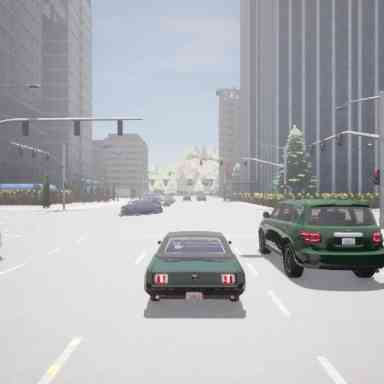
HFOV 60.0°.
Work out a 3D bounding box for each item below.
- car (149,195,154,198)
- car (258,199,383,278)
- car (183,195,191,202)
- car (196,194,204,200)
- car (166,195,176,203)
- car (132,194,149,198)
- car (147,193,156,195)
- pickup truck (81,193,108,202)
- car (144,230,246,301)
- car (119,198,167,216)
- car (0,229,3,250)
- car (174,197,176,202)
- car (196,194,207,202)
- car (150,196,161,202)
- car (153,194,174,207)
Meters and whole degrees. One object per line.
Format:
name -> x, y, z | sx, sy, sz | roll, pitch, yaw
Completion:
car -> -7.938, 1.564, 55.455 | 1.994, 1.385, 4.181 | 0, 0, -1
car -> 3.575, 1.221, 10.288 | 2.150, 2.045, 5.566 | 0, 0, 0
car -> -1.201, 1.500, 78.449 | 1.837, 1.490, 4.892 | 0, 0, -1
car -> 2.138, 1.386, 89.002 | 1.882, 1.535, 5.008 | 0, 0, -1
car -> -4.616, 1.478, 72.771 | 1.882, 1.535, 5.008 | 0, 0, -1
car -> -7.869, 1.491, 46.544 | 2.128, 1.511, 4.902 | 0, 0, 1
car -> -8.036, 1.221, 64.937 | 2.150, 2.045, 5.566 | 0, 0, 0
pickup truck -> -21.247, 1.059, 73.288 | 2.390, 2.098, 6.274 | 0, 0, 30
car -> 0.065, 1.601, 8.255 | 1.895, 1.301, 4.718 | 0, 0, 0
car -> -4.974, 1.564, 32.660 | 4.181, 1.385, 1.994 | 0, 0, -40
car -> -7.132, 1.491, 8.963 | 2.128, 1.511, 4.902 | 0, 0, 0
car -> -4.518, 1.491, 62.462 | 2.128, 1.511, 4.902 | 0, 0, 0
car -> 2.295, 1.348, 78.721 | 2.097, 1.767, 4.553 | 0, 0, -1
car -> -8.149, 1.552, 74.920 | 1.994, 1.385, 4.181 | 0, 0, -1
car -> -4.393, 1.491, 52.207 | 2.128, 1.511, 4.902 | 0, 0, -1
